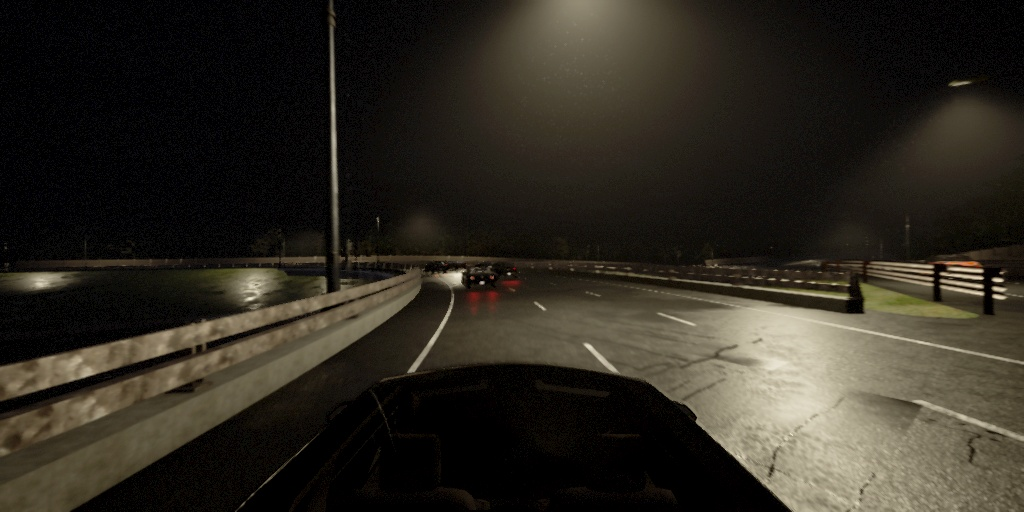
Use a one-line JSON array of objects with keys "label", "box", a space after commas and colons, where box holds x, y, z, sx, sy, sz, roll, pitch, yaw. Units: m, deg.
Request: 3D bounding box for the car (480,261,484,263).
[{"label": "car", "box": [-3.589, 1.381, 49.127, 1.994, 1.385, 4.181, -1, 0, -27]}]

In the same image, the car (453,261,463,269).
[{"label": "car", "box": [-9.181, 1.469, 59.401, 2.033, 1.411, 5.357, -1, 0, -33]}]

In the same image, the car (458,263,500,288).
[{"label": "car", "box": [-2.336, 1.394, 24.344, 1.895, 1.301, 4.718, -1, 0, -13]}]

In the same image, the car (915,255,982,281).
[{"label": "car", "box": [29.760, 0.709, 24.600, 2.097, 1.767, 4.553, -1, -1, 36]}]

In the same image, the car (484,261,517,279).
[{"label": "car", "box": [-0.937, 1.272, 32.543, 1.837, 1.490, 4.892, 0, 0, -17]}]

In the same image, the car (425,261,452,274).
[{"label": "car", "box": [-9.719, 1.423, 45.686, 2.128, 1.511, 4.902, -1, 0, -27]}]
